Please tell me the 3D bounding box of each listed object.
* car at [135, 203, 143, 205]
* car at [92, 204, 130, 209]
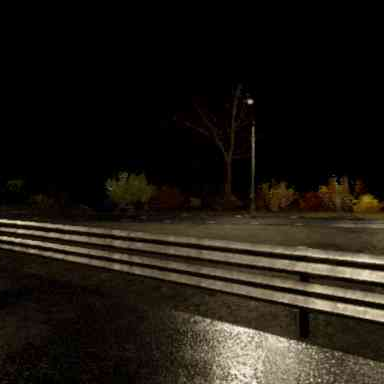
[{"bbox_3d":[-7.141,1.347,34.516,4.181,1.385,1.994,0,0,13],"label":"car"},{"bbox_3d":[-7.907,1.359,31.101,4.181,1.385,1.994,0,0,13],"label":"car"}]
